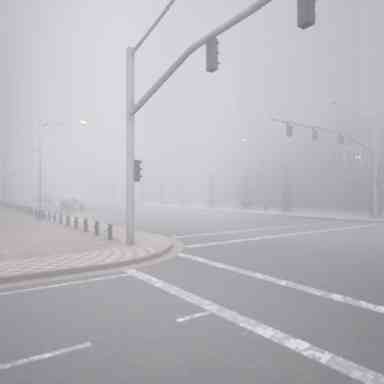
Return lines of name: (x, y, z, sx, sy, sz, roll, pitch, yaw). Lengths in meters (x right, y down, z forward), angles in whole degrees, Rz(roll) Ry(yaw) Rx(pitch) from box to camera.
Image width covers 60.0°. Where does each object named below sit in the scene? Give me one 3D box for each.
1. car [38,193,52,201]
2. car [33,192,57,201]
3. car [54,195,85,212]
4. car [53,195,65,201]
car: (-37.239, 1.175, 84.054, 2.150, 2.045, 5.566, 0, 0, -35)
car: (-22.553, 1.143, 50.609, 2.033, 1.411, 5.357, 0, 0, -35)
car: (-13.604, 1.440, 37.547, 2.128, 1.511, 4.902, 0, 0, -35)
car: (-34.584, 1.476, 86.367, 1.812, 1.442, 4.674, 0, 0, -35)
